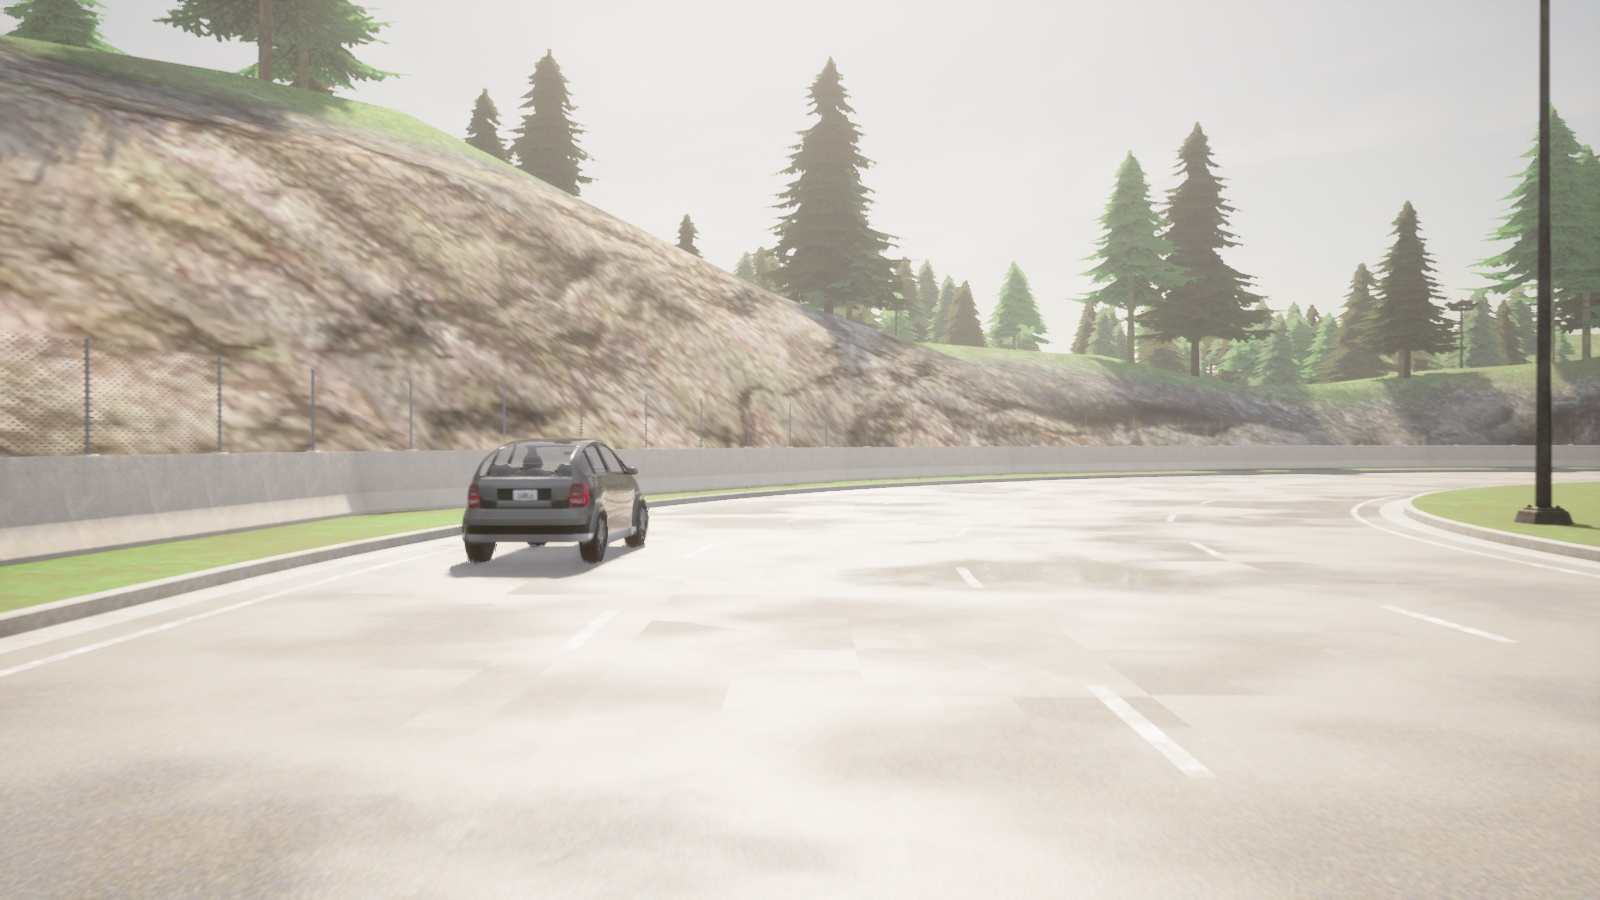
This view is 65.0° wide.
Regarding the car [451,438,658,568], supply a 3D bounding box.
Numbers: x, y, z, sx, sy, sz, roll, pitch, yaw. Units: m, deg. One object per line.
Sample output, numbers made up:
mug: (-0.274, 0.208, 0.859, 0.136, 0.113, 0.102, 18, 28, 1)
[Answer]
car: (-3.155, 0.627, 16.918, 1.789, 1.549, 3.705, 0, 0, 5)
